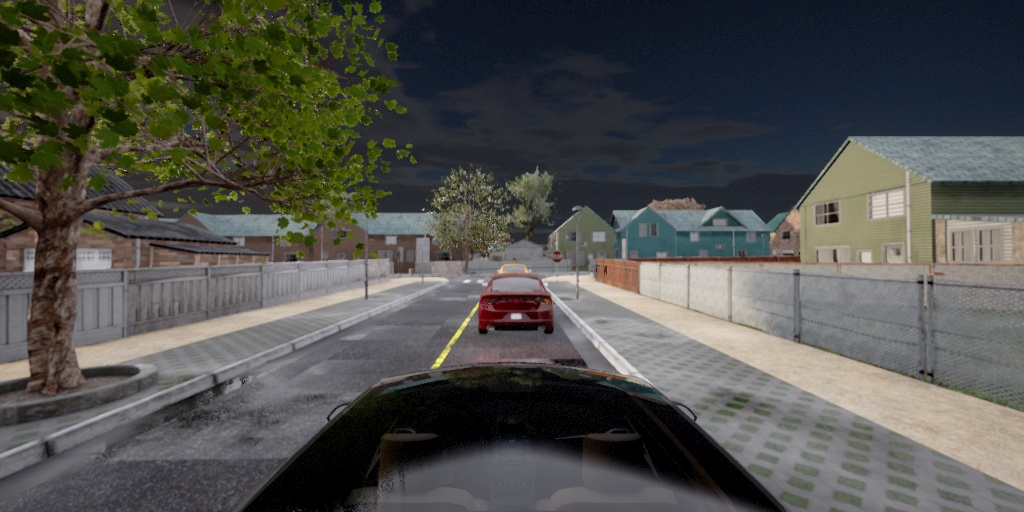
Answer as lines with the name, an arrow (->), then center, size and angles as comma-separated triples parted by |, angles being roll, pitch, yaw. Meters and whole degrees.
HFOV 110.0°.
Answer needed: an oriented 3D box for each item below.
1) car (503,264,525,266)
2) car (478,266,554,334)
car -> 0.123, 1.200, 20.585 | 1.882, 1.535, 5.008 | 0, 0, 1
car -> 0.100, 1.214, 10.588 | 1.882, 1.535, 5.008 | 0, 0, 0
